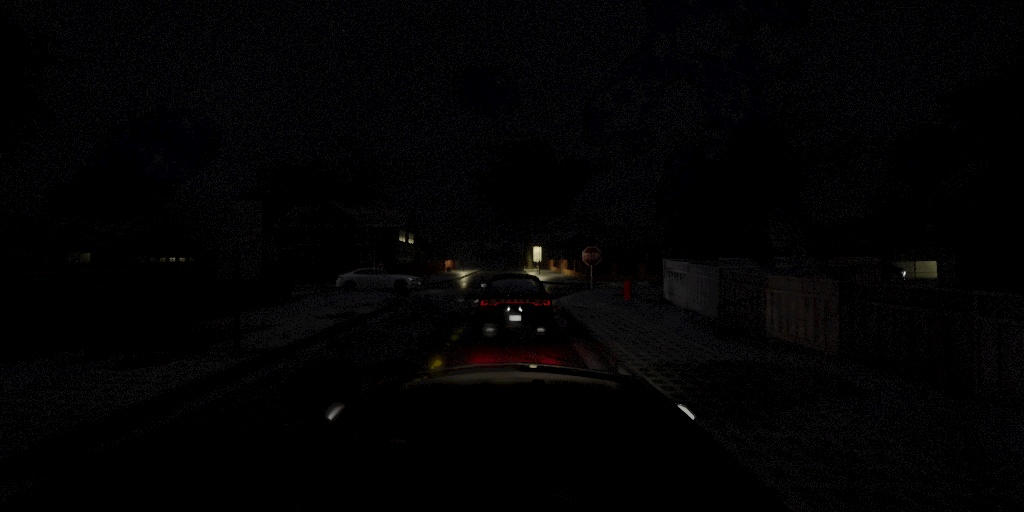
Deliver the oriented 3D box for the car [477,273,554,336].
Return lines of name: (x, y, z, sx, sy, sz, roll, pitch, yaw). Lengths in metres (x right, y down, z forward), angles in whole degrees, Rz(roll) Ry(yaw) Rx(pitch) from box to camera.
car: (0.079, 1.242, 10.497, 1.882, 1.535, 5.008, 0, 0, 0)

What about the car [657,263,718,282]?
car: (12.139, 1.149, 23.476, 5.008, 1.535, 1.882, -1, -2, 1)

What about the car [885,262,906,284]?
car: (22.564, 1.046, 23.362, 4.892, 1.490, 1.837, -1, -2, 0)

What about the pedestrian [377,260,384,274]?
pedestrian: (-9.719, 1.201, 26.635, 0.375, 1.860, 0.375, 0, -1, 1)

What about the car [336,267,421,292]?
car: (-7.668, 1.350, 20.733, 4.674, 1.442, 1.812, -1, -2, 1)
